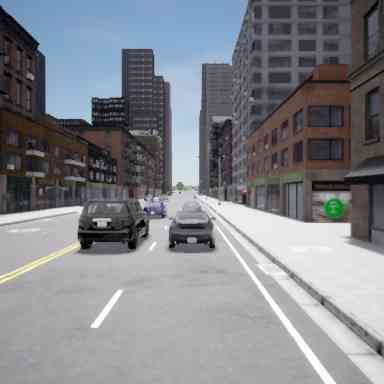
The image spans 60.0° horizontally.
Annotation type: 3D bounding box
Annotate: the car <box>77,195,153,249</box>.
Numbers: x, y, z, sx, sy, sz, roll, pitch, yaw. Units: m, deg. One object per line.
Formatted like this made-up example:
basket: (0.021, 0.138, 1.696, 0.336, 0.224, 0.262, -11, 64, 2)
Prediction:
car: (-3.249, 1.261, 14.680, 2.150, 2.045, 5.566, 0, 0, 0)

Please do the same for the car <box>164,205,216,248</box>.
car: (0.000, 1.519, 14.650, 1.837, 1.490, 4.892, 0, 0, 0)

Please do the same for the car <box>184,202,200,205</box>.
car: (0.000, 1.571, 29.650, 2.033, 1.411, 5.357, 0, 0, 0)

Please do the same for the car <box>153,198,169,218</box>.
car: (-3.250, 1.540, 29.650, 1.812, 1.442, 4.674, 0, 0, 0)

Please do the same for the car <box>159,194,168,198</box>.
car: (-6.500, 1.322, 75.942, 2.097, 1.767, 4.553, 0, 0, 0)
